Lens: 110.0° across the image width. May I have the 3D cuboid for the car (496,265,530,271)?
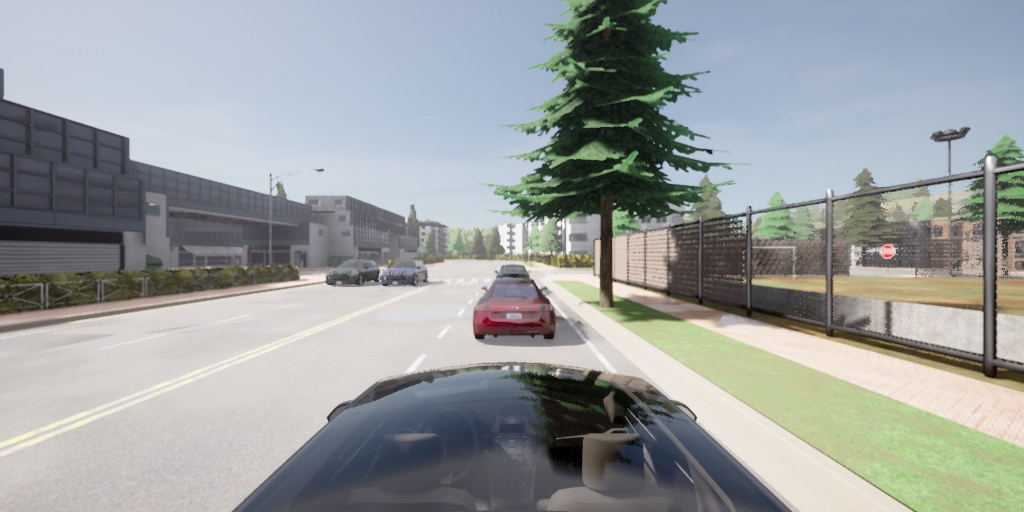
[{"bbox_3d":[0.057,1.202,19.922,1.837,1.490,4.892,0,0,0],"label":"car"}]

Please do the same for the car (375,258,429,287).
[{"bbox_3d":[-7.065,1.037,23.994,2.097,1.767,4.553,0,0,0],"label":"car"}]

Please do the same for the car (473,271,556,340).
[{"bbox_3d":[0.063,1.290,9.931,1.994,1.385,4.181,0,0,0],"label":"car"}]

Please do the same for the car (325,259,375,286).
[{"bbox_3d":[-10.563,1.036,24.157,2.097,1.767,4.553,0,0,0],"label":"car"}]
